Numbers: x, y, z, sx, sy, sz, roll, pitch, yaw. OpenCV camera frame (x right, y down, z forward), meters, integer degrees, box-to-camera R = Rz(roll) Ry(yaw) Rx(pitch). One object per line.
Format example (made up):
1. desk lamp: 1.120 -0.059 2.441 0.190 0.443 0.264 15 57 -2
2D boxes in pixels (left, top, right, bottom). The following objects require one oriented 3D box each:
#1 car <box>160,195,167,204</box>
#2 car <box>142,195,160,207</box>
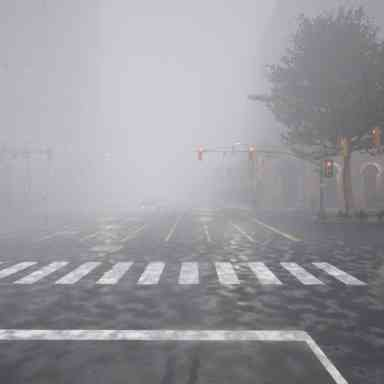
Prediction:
1. car: -6.674 1.352 64.249 2.097 1.767 4.553 0 0 1
2. car: -6.786 1.477 52.907 1.882 1.535 5.008 0 0 1
